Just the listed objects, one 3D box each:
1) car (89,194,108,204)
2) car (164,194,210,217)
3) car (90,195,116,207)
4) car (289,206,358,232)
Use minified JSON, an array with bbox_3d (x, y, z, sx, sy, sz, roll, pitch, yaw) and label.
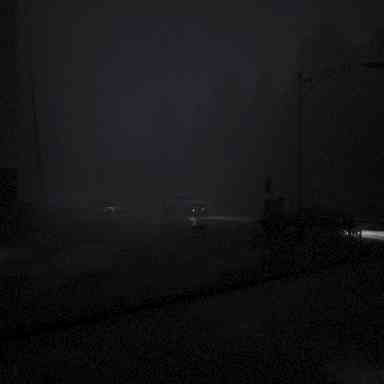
[{"bbox_3d":[-18.068,1.352,63.976,2.097,1.767,4.553,0,0,-35],"label":"car"},{"bbox_3d":[-0.590,1.222,32.393,2.150,2.045,5.566,0,0,-36],"label":"car"},{"bbox_3d":[-13.370,1.548,50.316,2.033,1.411,5.357,0,0,-35],"label":"car"},{"bbox_3d":[7.869,1.564,20.482,1.994,1.385,4.181,0,0,-34],"label":"car"}]
